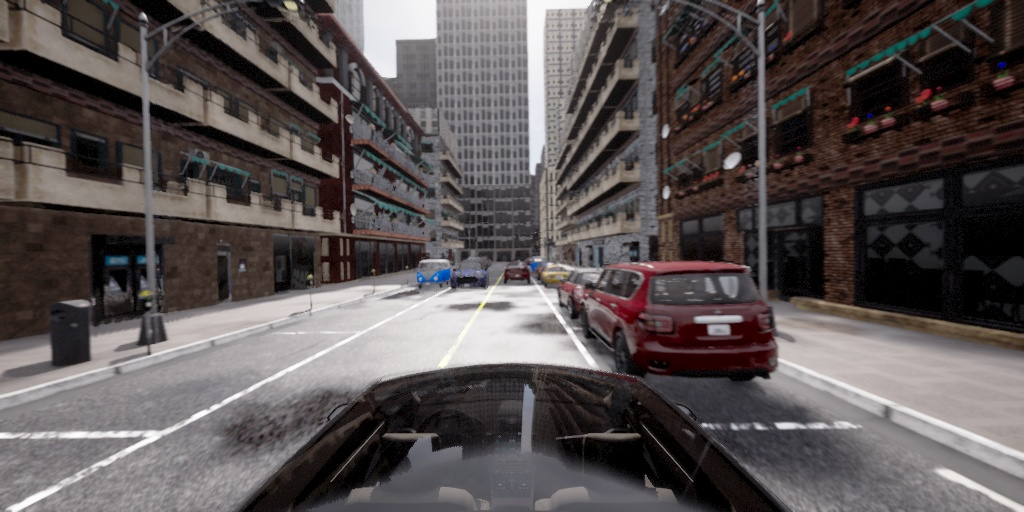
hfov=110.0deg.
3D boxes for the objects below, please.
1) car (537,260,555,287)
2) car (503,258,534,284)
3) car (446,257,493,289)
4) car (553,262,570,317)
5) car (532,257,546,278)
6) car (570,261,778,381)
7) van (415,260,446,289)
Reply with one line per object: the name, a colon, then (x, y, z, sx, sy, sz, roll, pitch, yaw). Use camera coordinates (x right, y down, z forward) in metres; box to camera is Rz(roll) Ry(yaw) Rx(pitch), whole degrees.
car: (2.838, 1.186, 23.727, 1.751, 1.417, 4.829, 0, 0, 1)
car: (0.374, 1.175, 26.929, 1.882, 1.535, 5.008, -1, 0, 0)
car: (-2.579, 1.108, 22.922, 2.097, 1.767, 4.553, -1, 0, 1)
car: (2.721, 1.123, 12.460, 1.967, 1.591, 4.097, 0, 0, 1)
car: (2.893, 1.089, 29.106, 1.967, 1.591, 4.097, 0, 0, 1)
car: (2.664, 1.009, 6.911, 2.192, 1.841, 5.009, 0, 0, 1)
van: (-5.043, 1.139, 23.620, 1.690, 1.789, 3.998, 0, 0, 1)
